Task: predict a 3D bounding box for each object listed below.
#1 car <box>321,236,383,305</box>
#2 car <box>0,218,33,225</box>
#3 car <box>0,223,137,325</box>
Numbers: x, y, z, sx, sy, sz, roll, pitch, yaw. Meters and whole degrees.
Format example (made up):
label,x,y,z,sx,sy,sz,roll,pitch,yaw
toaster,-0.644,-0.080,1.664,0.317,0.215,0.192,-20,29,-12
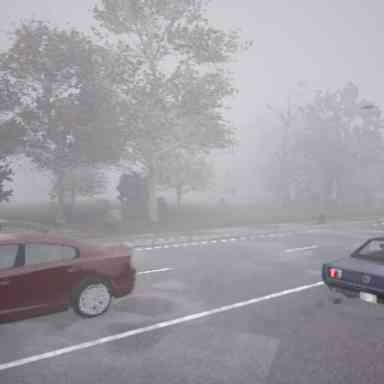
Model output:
label,x,y,z,sx,sy,sz,roll,pitch,yaw
car,5.015,1.637,7.326,4.718,1.301,1.895,0,0,-35
car,-5.470,1.482,8.689,5.008,1.535,1.882,0,0,-35
car,-3.439,1.481,5.839,5.008,1.535,1.882,0,0,-35
